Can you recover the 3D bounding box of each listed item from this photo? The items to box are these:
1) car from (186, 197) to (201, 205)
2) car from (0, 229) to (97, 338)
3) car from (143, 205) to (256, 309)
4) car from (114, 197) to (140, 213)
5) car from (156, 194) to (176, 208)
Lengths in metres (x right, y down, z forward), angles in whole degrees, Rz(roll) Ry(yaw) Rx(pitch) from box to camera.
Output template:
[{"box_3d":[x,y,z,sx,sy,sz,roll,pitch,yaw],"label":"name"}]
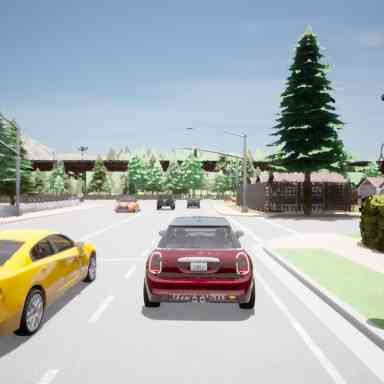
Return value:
[{"box_3d":[0.208,1.505,47.102,1.837,1.490,4.892,0,0,1],"label":"car"},{"box_3d":[-3.406,1.478,6.693,1.882,1.535,5.008,0,0,0],"label":"car"},{"box_3d":[0.210,1.352,8.066,2.097,1.767,4.553,0,0,2],"label":"car"},{"box_3d":[-7.019,1.352,36.140,2.097,1.767,4.553,0,0,0],"label":"car"},{"box_3d":[-3.315,1.222,43.031,2.150,2.045,5.566,0,0,0],"label":"car"}]
